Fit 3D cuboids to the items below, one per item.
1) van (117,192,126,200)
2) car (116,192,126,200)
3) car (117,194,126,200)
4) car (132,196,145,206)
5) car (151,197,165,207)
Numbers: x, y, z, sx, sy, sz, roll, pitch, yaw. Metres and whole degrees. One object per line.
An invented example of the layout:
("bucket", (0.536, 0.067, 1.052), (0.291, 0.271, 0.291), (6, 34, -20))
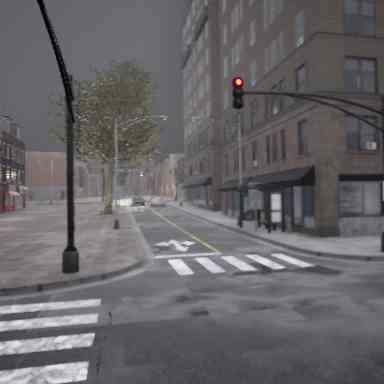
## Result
("van", (-16.091, 1.043, 75.516), (1.690, 1.788, 3.998), (1, 0, -12))
("car", (-17.852, 0.997, 83.633), (2.192, 1.841, 5.009), (1, 0, -12))
("car", (-16.799, 1.244, 78.761), (2.008, 1.369, 4.403), (1, 0, -12))
("car", (-8.550, 1.401, 52.969), (2.033, 1.411, 5.357), (-1, 2, -12))
("car", (-5.170, 1.442, 50.551), (1.812, 1.442, 4.674), (-1, 2, -12))
